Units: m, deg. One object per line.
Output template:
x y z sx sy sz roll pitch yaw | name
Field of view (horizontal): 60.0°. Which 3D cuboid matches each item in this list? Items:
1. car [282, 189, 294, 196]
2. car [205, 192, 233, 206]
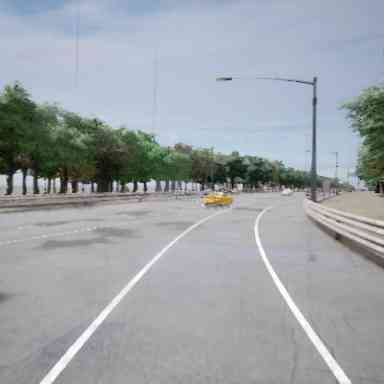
21.032 0.088 72.997 1.812 1.442 4.674 1 1 27 | car
3.146 0.760 38.176 1.882 1.535 5.008 1 1 27 | car
